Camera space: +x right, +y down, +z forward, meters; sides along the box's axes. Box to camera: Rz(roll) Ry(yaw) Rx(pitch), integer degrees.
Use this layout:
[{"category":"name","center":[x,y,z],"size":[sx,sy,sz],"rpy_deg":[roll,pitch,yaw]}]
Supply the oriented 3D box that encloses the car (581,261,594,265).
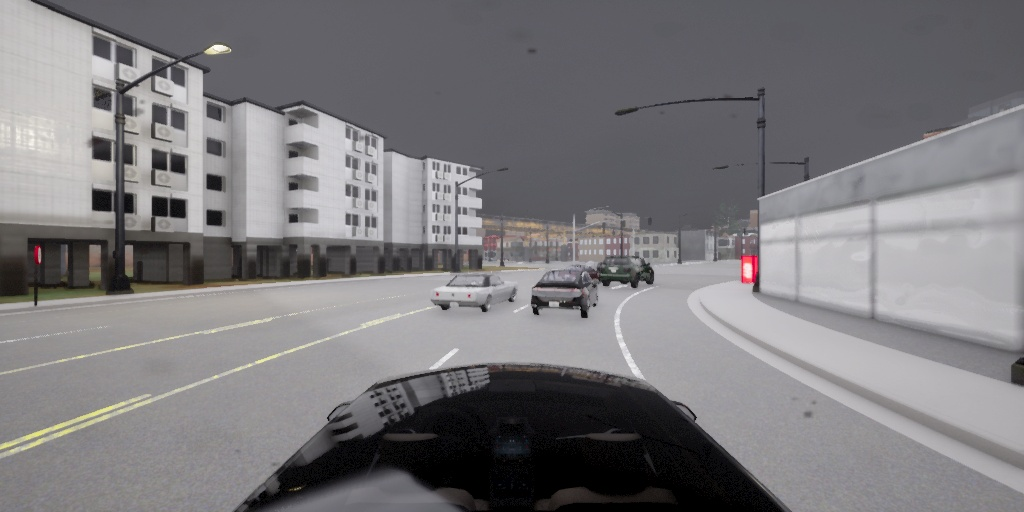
[{"category":"car","center":[4.962,1.320,26.045],"size":[1.994,1.385,4.181],"rpy_deg":[0,0,37]}]

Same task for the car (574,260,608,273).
[{"category":"car","center":[10.197,1.310,45.923],"size":[4.674,1.442,1.812],"rpy_deg":[0,0,-42]}]

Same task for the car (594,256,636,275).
[{"category":"car","center":[12.498,1.077,43.286],"size":[5.566,2.045,2.150],"rpy_deg":[0,0,-42]}]

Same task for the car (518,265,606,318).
[{"category":"car","center":[2.057,1.245,13.136],"size":[2.128,1.511,4.902],"rpy_deg":[0,0,19]}]

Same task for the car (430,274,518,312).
[{"category":"car","center":[-1.245,1.366,14.300],"size":[1.895,1.301,4.718],"rpy_deg":[0,0,19]}]

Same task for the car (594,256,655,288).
[{"category":"car","center":[7.783,1.005,23.978],"size":[2.150,2.045,5.566],"rpy_deg":[0,0,37]}]

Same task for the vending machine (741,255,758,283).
[{"category":"vending machine","center":[16.557,0.944,24.967],"size":[0.880,2.100,1.100],"rpy_deg":[0,0,-43]}]
